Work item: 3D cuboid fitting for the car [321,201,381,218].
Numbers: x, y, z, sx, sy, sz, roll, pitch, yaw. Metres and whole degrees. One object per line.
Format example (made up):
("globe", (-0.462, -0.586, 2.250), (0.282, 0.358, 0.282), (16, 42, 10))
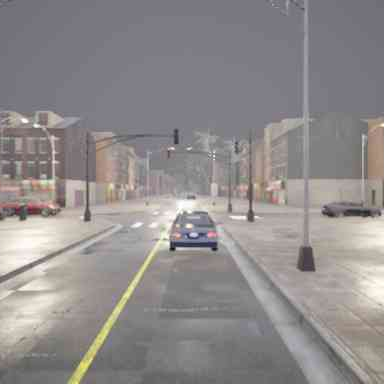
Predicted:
("car", (12.301, 1.370, 25.820), (4.313, 1.339, 1.947), (0, 0, 0))

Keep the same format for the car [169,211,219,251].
("car", (0.056, 1.468, 13.677), (2.033, 1.411, 5.357), (0, 0, 0))

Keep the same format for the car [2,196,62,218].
("car", (-13.527, 1.229, 28.365), (4.553, 1.767, 2.097), (0, 0, -1))

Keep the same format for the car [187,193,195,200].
("car", (-0.159, 1.083, 78.943), (1.882, 1.535, 5.008), (0, 0, 0))
